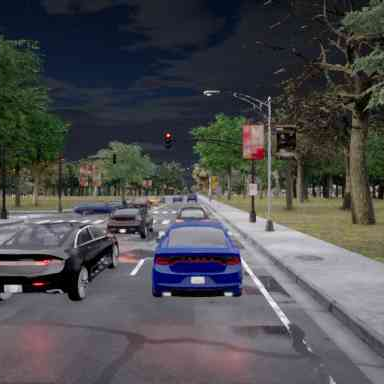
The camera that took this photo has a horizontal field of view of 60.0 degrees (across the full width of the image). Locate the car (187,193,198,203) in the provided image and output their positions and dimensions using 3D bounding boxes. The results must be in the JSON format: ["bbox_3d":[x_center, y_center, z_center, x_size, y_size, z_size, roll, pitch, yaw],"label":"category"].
[{"bbox_3d":[0.068,1.270,73.553,2.150,2.045,5.566,0,0,0],"label":"car"}]

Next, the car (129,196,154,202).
[{"bbox_3d":[-6.557,1.492,43.530,1.882,1.535,5.008,0,0,0],"label":"car"}]

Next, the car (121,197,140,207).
[{"bbox_3d":[-9.792,1.513,53.162,2.128,1.511,4.902,0,0,0],"label":"car"}]

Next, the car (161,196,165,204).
[{"bbox_3d":[-6.465,1.528,67.069,2.128,1.511,4.902,0,0,1],"label":"car"}]

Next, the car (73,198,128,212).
[{"bbox_3d":[-8.732,1.532,31.247,4.674,1.442,1.812,0,0,-19],"label":"car"}]

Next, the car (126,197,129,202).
[{"bbox_3d":[-9.806,1.579,44.242,1.994,1.385,4.181,0,0,1],"label":"car"}]

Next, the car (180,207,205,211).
[{"bbox_3d":[0.035,1.528,17.814,1.812,1.442,4.674,0,0,1],"label":"car"}]

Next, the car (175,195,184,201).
[{"bbox_3d":[-3.172,1.480,83.942,2.033,1.411,5.357,0,0,0],"label":"car"}]

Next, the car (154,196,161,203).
[{"bbox_3d":[-6.545,1.499,53.111,1.882,1.535,5.008,0,0,0],"label":"car"}]

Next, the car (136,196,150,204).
[{"bbox_3d":[-9.710,1.585,66.561,2.033,1.411,5.357,0,0,1],"label":"car"}]

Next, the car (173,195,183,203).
[{"bbox_3d":[-3.182,1.523,73.526,1.882,1.535,5.008,0,0,0],"label":"car"}]

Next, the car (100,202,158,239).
[{"bbox_3d":[-3.136,1.508,17.472,1.837,1.490,4.892,0,0,0],"label":"car"}]

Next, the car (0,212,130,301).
[{"bbox_3d":[-3.147,1.492,8.300,2.128,1.511,4.902,0,0,0],"label":"car"}]

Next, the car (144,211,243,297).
[{"bbox_3d":[0.110,1.478,8.615,1.882,1.535,5.008,0,0,0],"label":"car"}]
